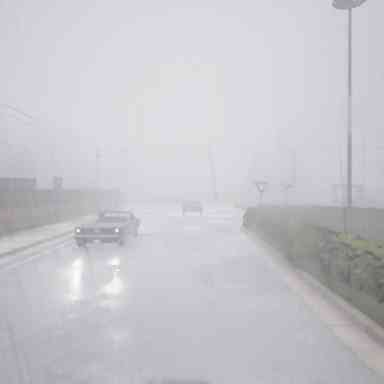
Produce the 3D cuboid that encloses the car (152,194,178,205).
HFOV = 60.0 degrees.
[{"bbox_3d":[-3.965,1.148,50.521,4.892,1.490,1.837,0,-3,37],"label":"car"}]

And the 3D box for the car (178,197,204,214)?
[{"bbox_3d":[0.066,1.269,31.618,2.128,1.511,4.902,0,1,0],"label":"car"}]

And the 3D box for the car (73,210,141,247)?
[{"bbox_3d":[-3.501,1.497,14.502,1.895,1.301,4.718,0,0,0],"label":"car"}]

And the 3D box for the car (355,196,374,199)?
[{"bbox_3d":[24.576,1.210,47.812,5.357,1.411,2.033,0,0,1],"label":"car"}]
